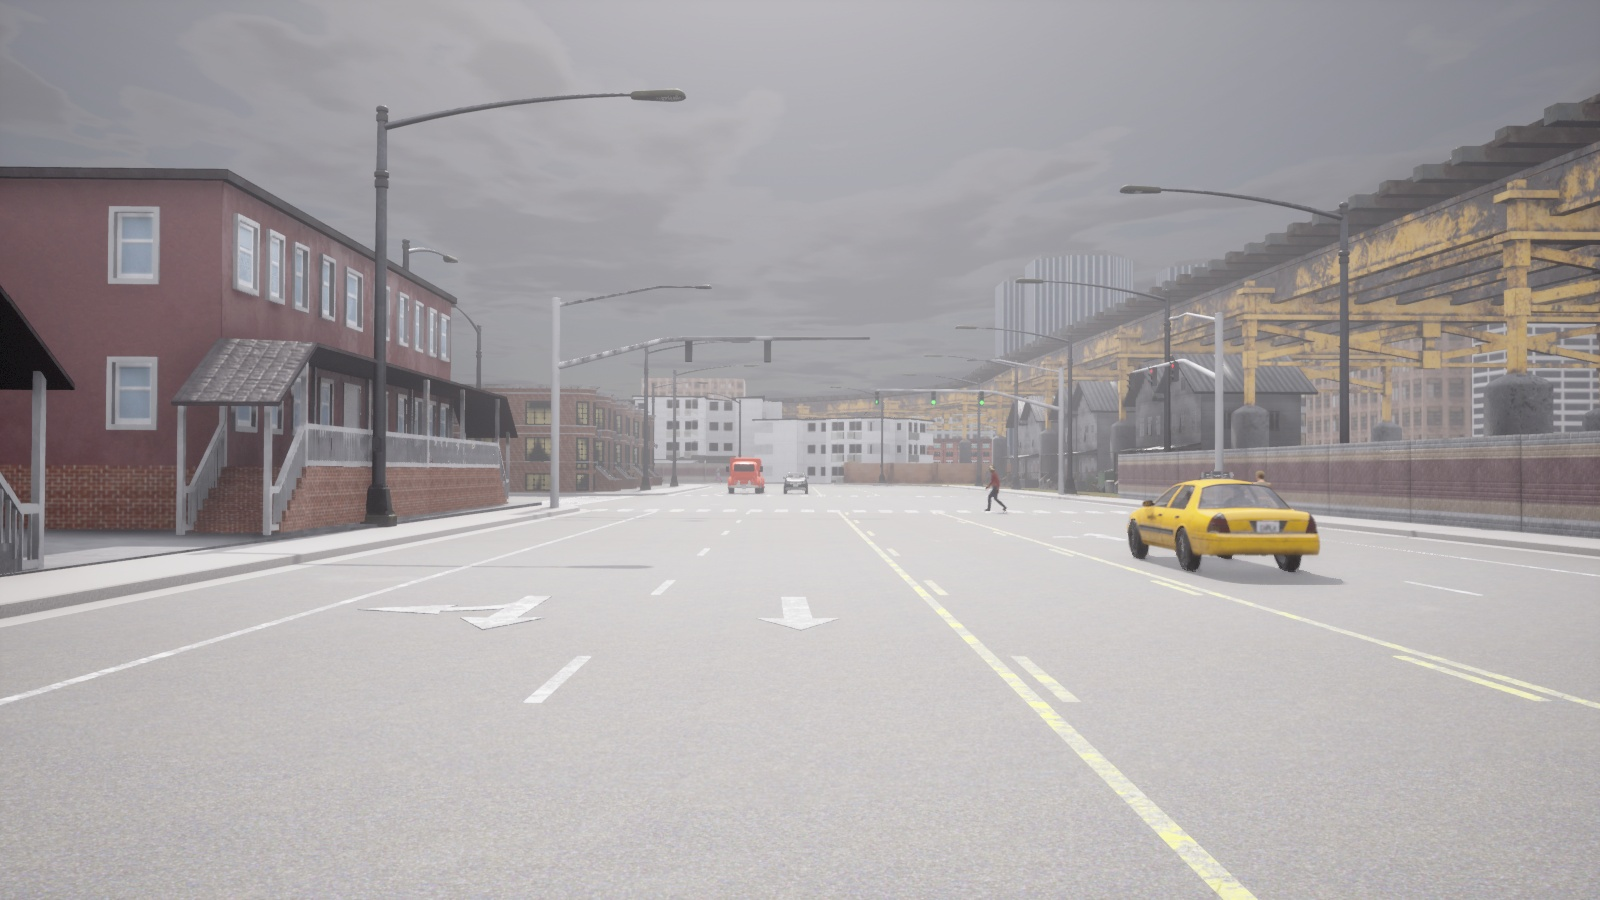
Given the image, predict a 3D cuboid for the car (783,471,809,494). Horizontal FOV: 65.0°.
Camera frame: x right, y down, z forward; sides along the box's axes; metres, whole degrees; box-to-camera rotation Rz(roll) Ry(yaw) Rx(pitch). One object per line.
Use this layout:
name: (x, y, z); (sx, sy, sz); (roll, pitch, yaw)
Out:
car: (-0.259, 2.240, 86.340); (1.789, 1.549, 3.705); (0, -1, 0)

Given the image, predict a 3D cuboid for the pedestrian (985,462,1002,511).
pedestrian: (7.340, 1.371, 47.652); (0.636, 1.846, 0.331); (0, -1, 8)

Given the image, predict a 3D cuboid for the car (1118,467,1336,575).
car: (6.934, 1.079, 21.065); (1.801, 1.575, 5.366); (0, -1, 0)

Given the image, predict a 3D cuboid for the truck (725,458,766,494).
truck: (-3.769, 1.810, 87.317); (2.627, 2.467, 5.204); (0, -1, 0)
